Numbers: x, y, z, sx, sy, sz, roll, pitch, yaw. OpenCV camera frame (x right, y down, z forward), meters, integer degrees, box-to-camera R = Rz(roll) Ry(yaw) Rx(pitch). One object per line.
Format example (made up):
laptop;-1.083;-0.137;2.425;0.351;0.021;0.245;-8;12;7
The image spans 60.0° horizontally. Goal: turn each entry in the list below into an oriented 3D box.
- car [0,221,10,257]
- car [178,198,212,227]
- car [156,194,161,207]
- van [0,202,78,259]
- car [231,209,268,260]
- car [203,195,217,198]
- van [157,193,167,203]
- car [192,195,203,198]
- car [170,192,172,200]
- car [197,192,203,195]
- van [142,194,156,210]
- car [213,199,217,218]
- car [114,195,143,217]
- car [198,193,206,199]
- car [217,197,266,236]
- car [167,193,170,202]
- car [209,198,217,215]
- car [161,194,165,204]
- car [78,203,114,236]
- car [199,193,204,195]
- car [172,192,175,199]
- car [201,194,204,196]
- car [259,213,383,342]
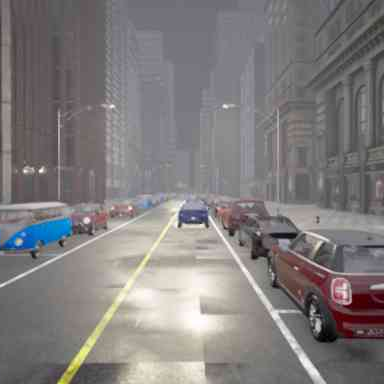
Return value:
car;-5.769;1.521;6.436;1.887;1.381;4.507;0;0;0
car;0.085;1.397;22.018;1.882;1.535;5.008;0;0;0
car;-5.793;1.360;45.722;1.752;1.417;4.829;0;0;0
van;-5.773;1.297;12.072;1.690;1.788;3.998;0;0;0
car;2.752;1.521;12.087;1.947;1.339;4.313;0;0;0
car;2.735;1.293;40.268;1.967;1.590;4.097;0;0;0
van;-5.801;1.138;57.165;1.690;1.788;3.998;0;0;0
car;0.076;1.395;41.889;2.033;1.411;5.357;0;0;0
car;-5.808;1.076;68.438;2.192;1.841;5.009;0;0;0
car;2.711;1.307;79.723;1.802;1.307;4.206;0;0;0
van;-5.790;1.195;40.255;1.690;1.788;3.998;0;0;0
car;2.746;1.459;23.360;1.887;1.381;4.507;0;0;0
car;-5.783;1.334;28.982;1.967;1.590;4.097;0;0;0
car;2.704;1.132;90.995;1.967;1.590;4.097;0;0;0
car;2.748;1.250;17.723;2.192;1.841;5.009;0;0;0
car;-5.804;1.219;62.801;1.967;1.590;4.097;0;0;0
car;2.742;1.460;28.996;1.947;1.339;4.313;0;0;0
car;-5.797;1.366;51.528;2.008;1.369;4.403;0;0;0
car;-5.776;1.375;17.709;1.967;1.590;4.097;0;0;0
car;2.718;1.343;68.450;1.802;1.307;4.206;0;0;0
car;-5.814;1.291;79.712;1.947;1.339;4.313;0;0;0
car;2.728;1.381;51.541;1.947;1.339;4.313;0;0;0
car;2.755;1.416;6.450;1.967;1.590;4.097;0;0;0
